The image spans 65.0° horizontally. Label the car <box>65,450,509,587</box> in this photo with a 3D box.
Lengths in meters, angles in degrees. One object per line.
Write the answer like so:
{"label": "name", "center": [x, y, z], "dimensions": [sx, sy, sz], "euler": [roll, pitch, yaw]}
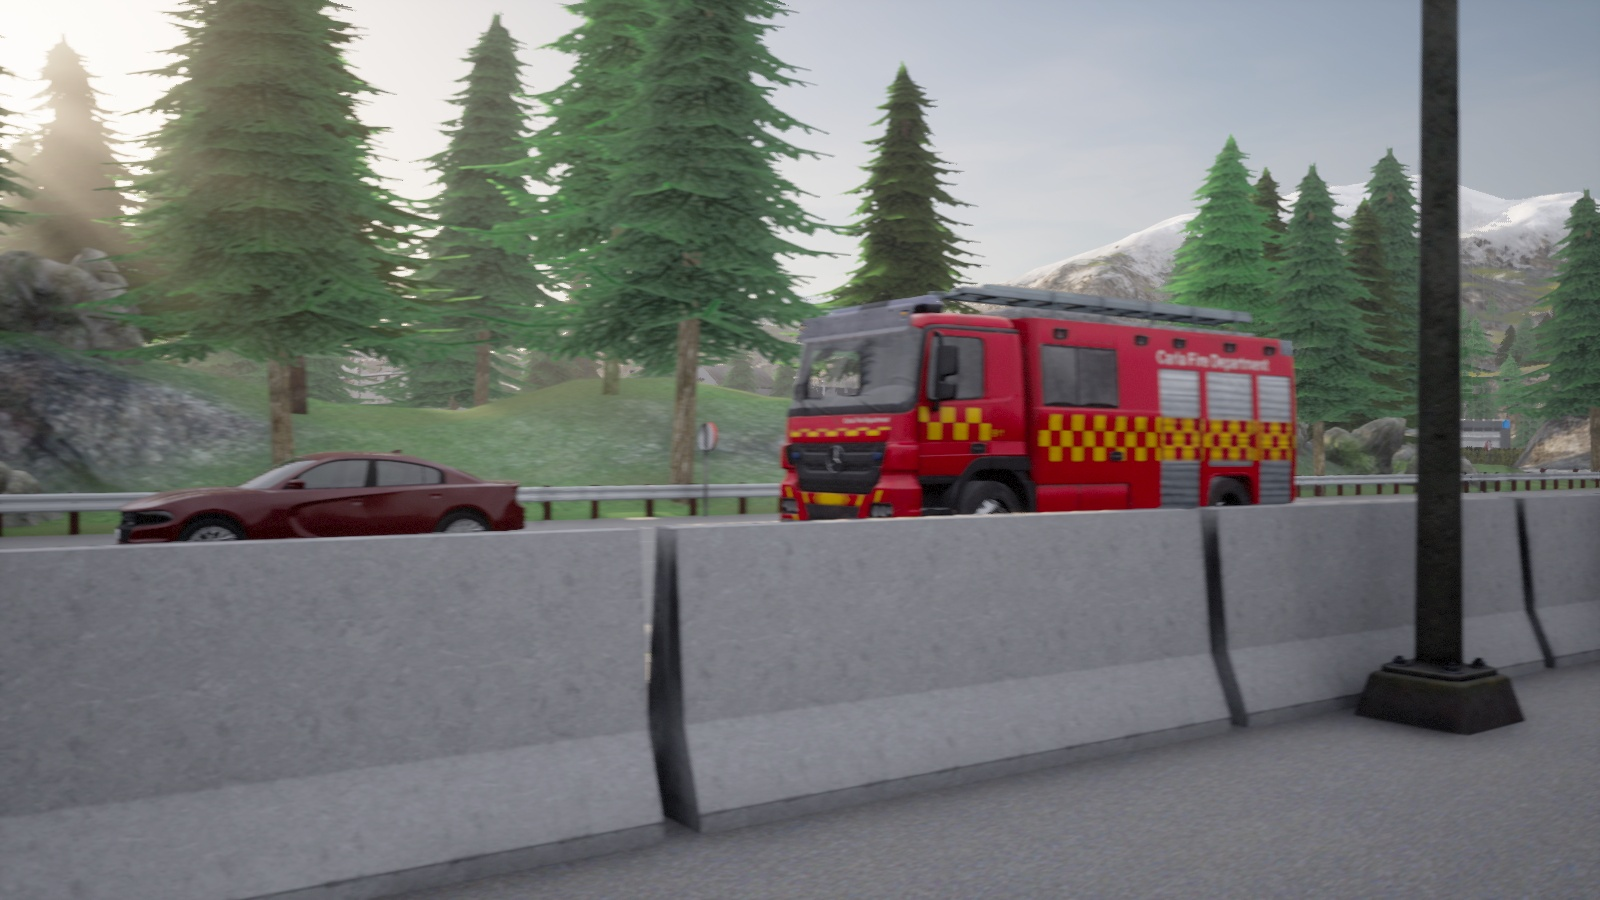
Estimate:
{"label": "car", "center": [-6.500, 0.777, 16.192], "dimensions": [5.008, 1.535, 1.882], "euler": [0, 0, -35]}

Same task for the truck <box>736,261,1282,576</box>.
{"label": "truck", "center": [3.401, -0.375, 18.826], "dimensions": [8.468, 3.827, 2.891], "euler": [0, 0, -35]}
